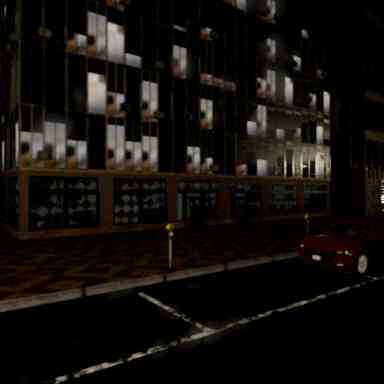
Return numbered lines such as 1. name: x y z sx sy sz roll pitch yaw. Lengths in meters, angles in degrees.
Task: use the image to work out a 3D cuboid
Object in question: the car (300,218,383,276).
1. car: 5.178 1.513 10.255 4.507 1.381 1.887 0 0 -36
